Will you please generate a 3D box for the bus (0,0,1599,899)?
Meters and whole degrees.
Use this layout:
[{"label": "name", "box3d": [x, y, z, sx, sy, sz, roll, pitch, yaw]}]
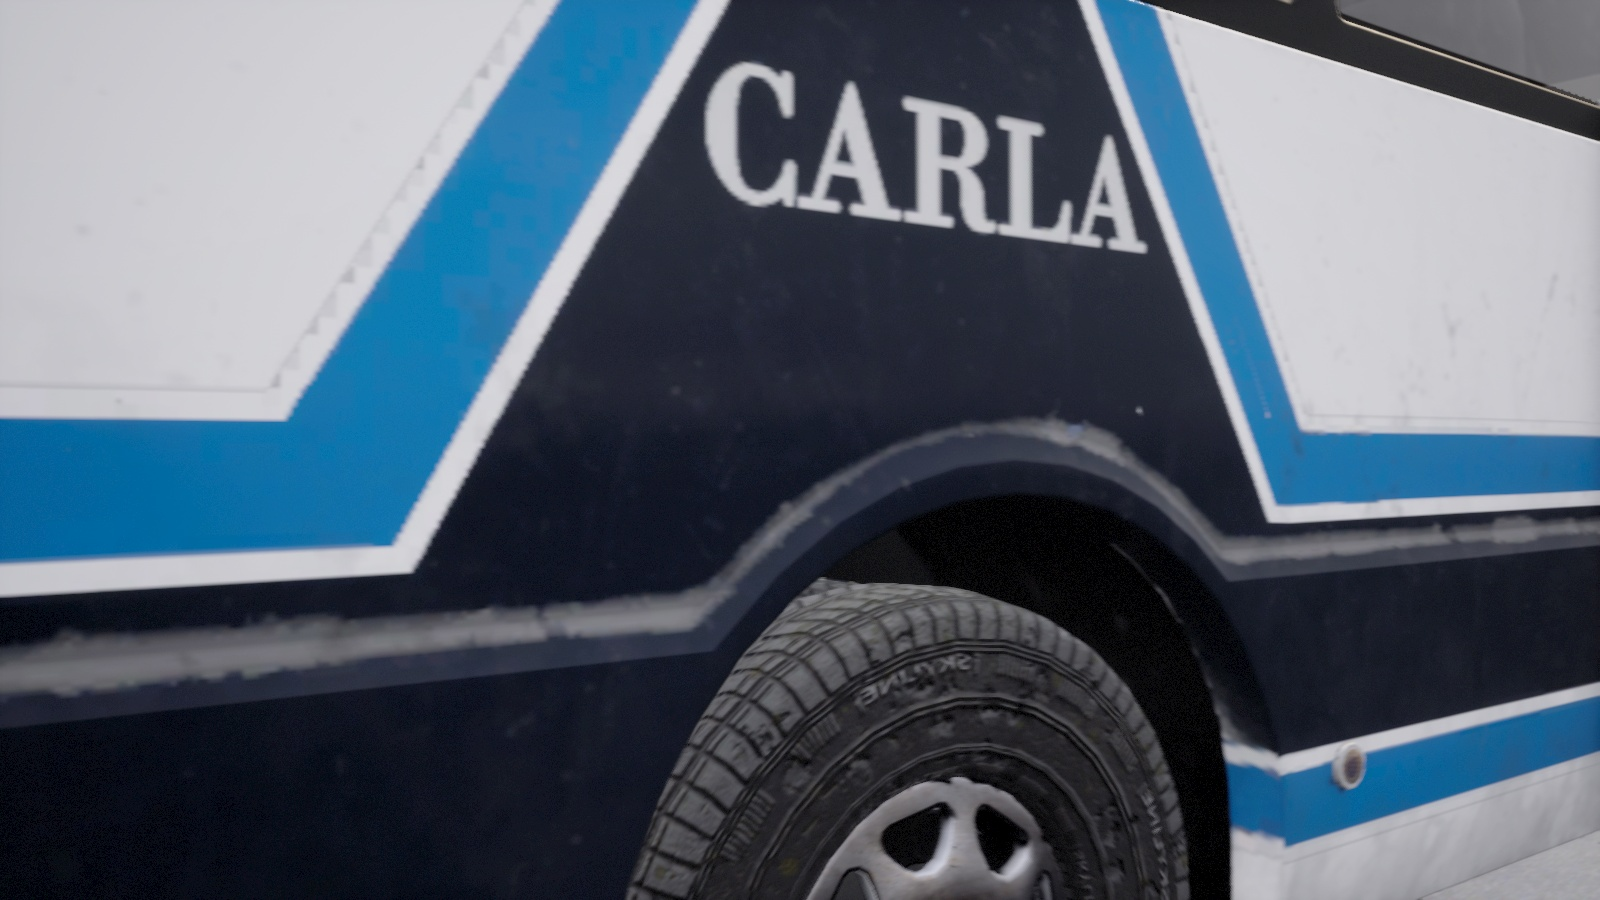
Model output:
[{"label": "bus", "box3d": [1.689, -0.623, 4.842, 10.273, 4.253, 3.944, 0, 0, -35]}]
